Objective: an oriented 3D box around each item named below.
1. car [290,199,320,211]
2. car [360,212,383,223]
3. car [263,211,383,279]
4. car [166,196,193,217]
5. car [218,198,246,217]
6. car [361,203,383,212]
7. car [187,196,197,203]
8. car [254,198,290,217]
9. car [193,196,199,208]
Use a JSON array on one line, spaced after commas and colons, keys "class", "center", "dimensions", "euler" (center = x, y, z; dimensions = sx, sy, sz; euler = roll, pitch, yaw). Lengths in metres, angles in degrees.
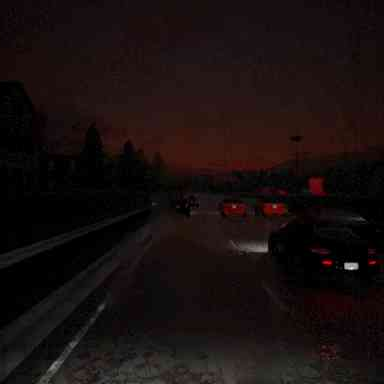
[{"class": "car", "center": [10.601, 1.431, 31.726], "dimensions": [2.128, 1.511, 4.902], "euler": [0, 0, 0]}, {"class": "car", "center": [7.102, 1.579, 11.569], "dimensions": [1.895, 1.301, 4.718], "euler": [0, 0, 0]}, {"class": "car", "center": [3.601, 1.507, 9.821], "dimensions": [1.812, 1.442, 4.674], "euler": [0, 0, 0]}, {"class": "car", "center": [-1.225, 1.293, 30.828], "dimensions": [2.097, 1.767, 4.553], "euler": [0, 0, 0]}, {"class": "car", "center": [3.601, 1.294, 30.610], "dimensions": [2.097, 1.767, 4.553], "euler": [0, 0, 0]}, {"class": "car", "center": [14.100, 1.502, 23.611], "dimensions": [2.033, 1.411, 5.357], "euler": [0, 0, 0]}, {"class": "car", "center": [0.002, 1.442, 64.469], "dimensions": [1.994, 1.385, 4.181], "euler": [0, 0, 0]}, {"class": "car", "center": [7.101, 1.294, 30.669], "dimensions": [2.097, 1.767, 4.553], "euler": [0, 0, 0]}, {"class": "car", "center": [0.002, 1.457, 47.652], "dimensions": [2.033, 1.411, 5.357], "euler": [0, 0, 0]}]
